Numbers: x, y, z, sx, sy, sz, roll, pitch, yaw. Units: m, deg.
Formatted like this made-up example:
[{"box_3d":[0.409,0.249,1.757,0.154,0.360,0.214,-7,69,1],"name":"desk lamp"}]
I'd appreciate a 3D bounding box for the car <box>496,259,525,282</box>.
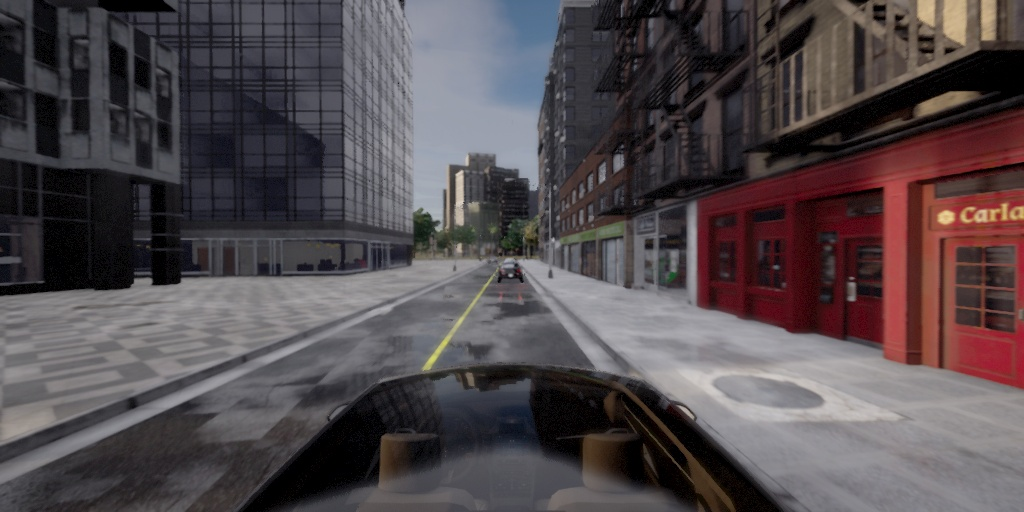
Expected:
[{"box_3d":[-0.115,1.182,27.685,1.812,1.442,4.674,0,0,0],"name":"car"}]
